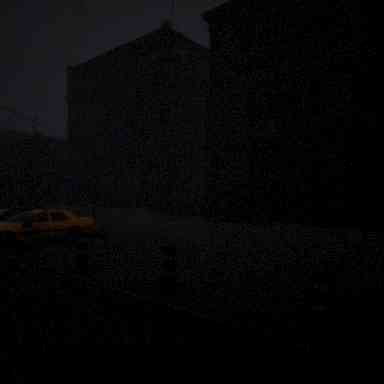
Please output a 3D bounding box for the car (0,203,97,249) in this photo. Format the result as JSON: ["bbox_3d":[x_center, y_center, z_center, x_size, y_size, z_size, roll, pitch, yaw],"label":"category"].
[{"bbox_3d":[-6.725,1.410,14.329,1.946,1.575,5.366,1,0,39],"label":"car"}]
